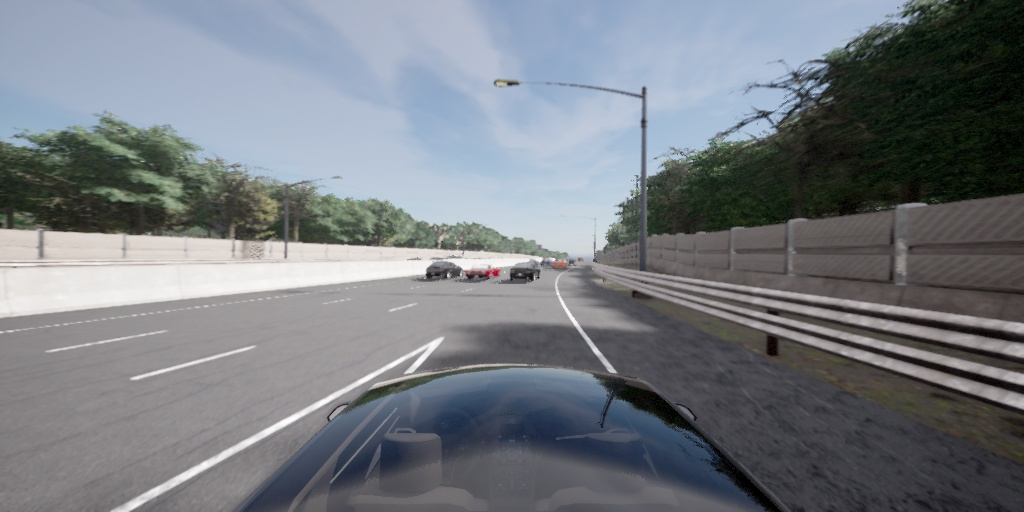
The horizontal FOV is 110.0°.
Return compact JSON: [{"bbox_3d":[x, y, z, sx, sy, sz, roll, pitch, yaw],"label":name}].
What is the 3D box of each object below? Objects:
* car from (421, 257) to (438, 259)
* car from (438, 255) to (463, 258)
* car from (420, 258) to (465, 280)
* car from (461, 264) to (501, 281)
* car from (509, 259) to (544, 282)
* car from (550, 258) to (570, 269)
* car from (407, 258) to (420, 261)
[{"bbox_3d":[-13.222,0.953,61.098,2.097,1.767,4.553,1,0,13],"label":"car"},{"bbox_3d":[-9.812,0.858,60.297,2.150,2.045,5.566,1,0,13],"label":"car"},{"bbox_3d":[-5.699,1.191,30.670,1.837,1.490,4.892,1,0,13],"label":"car"},{"bbox_3d":[-2.281,1.323,29.927,1.895,1.301,4.718,1,0,13],"label":"car"},{"bbox_3d":[1.132,1.238,29.144,1.882,1.535,5.008,1,0,13],"label":"car"},{"bbox_3d":[8.054,1.185,59.907,2.097,1.767,4.553,1,0,13],"label":"car"},{"bbox_3d":[-16.668,1.065,61.713,1.837,1.490,4.892,1,0,13],"label":"car"}]
